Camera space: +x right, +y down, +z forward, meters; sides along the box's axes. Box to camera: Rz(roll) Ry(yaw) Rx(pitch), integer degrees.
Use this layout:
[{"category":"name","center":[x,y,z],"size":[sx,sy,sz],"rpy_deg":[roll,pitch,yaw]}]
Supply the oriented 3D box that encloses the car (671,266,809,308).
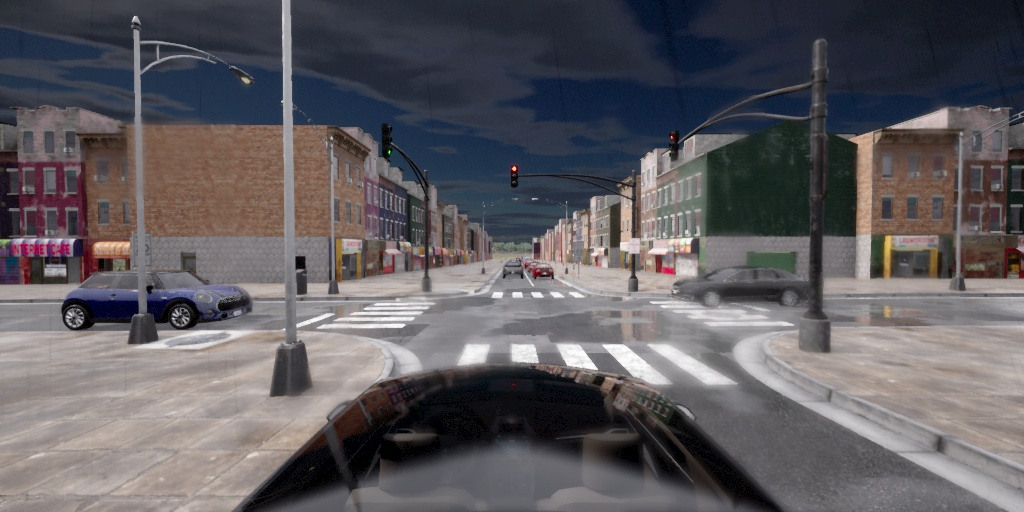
[{"category":"car","center":[8.852,1.167,14.077],"size":[4.892,1.490,1.837],"rpy_deg":[0,1,0]}]

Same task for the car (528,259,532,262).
[{"category":"car","center":[2.723,1.328,42.705],"size":[1.802,1.307,4.207],"rpy_deg":[0,0,0]}]

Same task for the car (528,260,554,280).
[{"category":"car","center":[2.700,1.291,31.640],"size":[1.888,1.381,4.507],"rpy_deg":[0,0,0]}]

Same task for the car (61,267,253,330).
[{"category":"car","center":[-10.791,1.202,11.170],"size":[4.553,1.767,2.097],"rpy_deg":[0,1,0]}]

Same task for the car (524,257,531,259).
[{"category":"car","center":[2.746,1.291,53.770],"size":[1.888,1.381,4.507],"rpy_deg":[0,0,0]}]

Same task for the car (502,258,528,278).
[{"category":"car","center":[0.129,1.237,33.997],"size":[2.128,1.511,4.902],"rpy_deg":[0,0,1]}]
